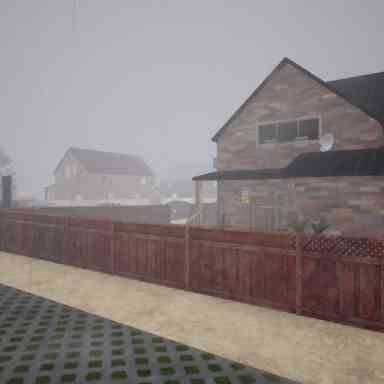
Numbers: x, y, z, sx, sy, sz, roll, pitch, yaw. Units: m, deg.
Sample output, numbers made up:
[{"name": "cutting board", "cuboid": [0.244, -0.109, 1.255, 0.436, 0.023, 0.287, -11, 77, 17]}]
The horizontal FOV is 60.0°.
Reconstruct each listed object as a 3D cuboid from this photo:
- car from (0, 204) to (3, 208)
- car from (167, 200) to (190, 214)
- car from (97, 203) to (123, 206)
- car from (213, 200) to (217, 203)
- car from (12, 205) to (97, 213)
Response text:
[{"name": "car", "cuboid": [-13.252, 1.579, 21.632, 1.837, 1.490, 4.892, 0, 0, 34]}, {"name": "car", "cuboid": [-1.794, 1.701, 37.833, 1.837, 1.490, 4.892, 0, 0, 35]}, {"name": "car", "cuboid": [-7.607, 1.680, 29.663, 2.033, 1.411, 5.357, 0, 0, 36]}, {"name": "car", "cuboid": [4.161, 1.744, 46.159, 1.882, 1.535, 5.008, 0, 0, 36]}, {"name": "car", "cuboid": [-9.240, 1.592, 22.289, 2.128, 1.511, 4.902, 0, 0, 36]}]
